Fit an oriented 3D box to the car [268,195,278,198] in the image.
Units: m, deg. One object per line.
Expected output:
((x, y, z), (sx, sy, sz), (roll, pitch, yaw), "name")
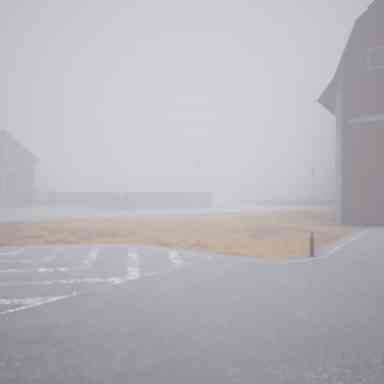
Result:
((22.592, 1.573, 92.172), (2.242, 1.667, 4.611), (0, 0, 35), "car")
